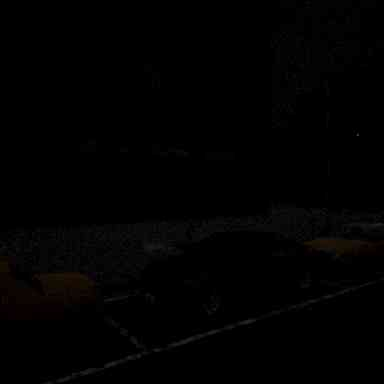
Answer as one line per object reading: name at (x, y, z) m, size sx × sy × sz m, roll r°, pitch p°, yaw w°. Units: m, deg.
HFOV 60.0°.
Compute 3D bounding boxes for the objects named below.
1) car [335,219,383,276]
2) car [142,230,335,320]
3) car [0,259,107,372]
car at (5.286, 1.561, 10.447) m, size 4.829 × 1.417 × 1.752 m, roll 0°, pitch 0°, yaw -36°
car at (1.005, 1.583, 7.378) m, size 4.313 × 1.339 × 1.947 m, roll 0°, pitch 0°, yaw -36°
car at (-3.553, 1.523, 4.111) m, size 4.829 × 1.417 × 1.752 m, roll 0°, pitch 0°, yaw -36°
